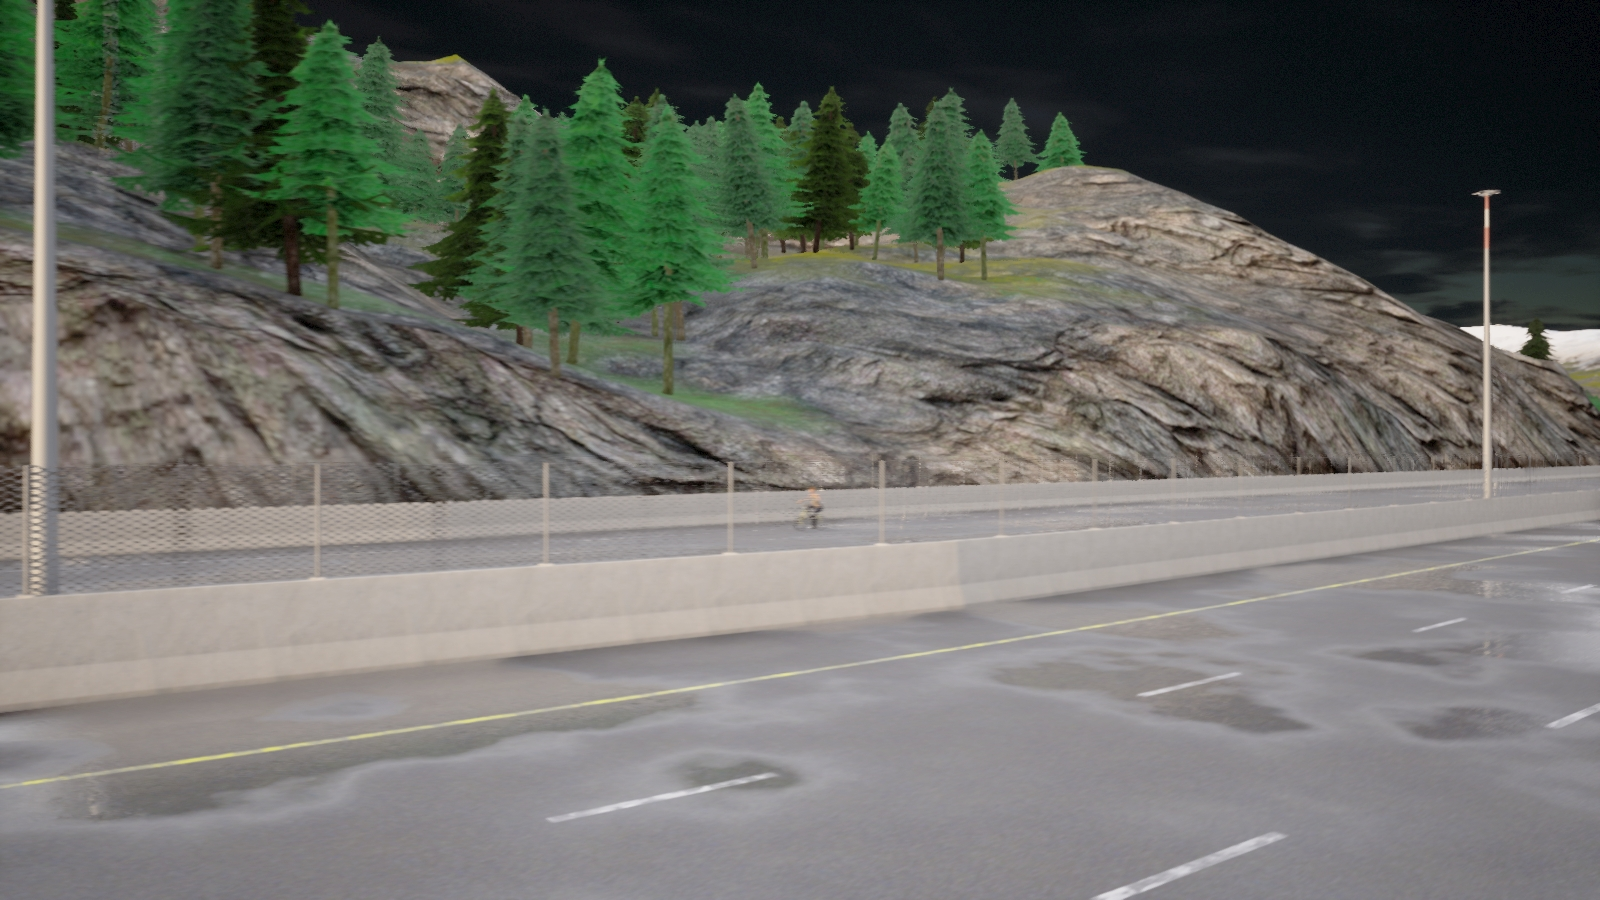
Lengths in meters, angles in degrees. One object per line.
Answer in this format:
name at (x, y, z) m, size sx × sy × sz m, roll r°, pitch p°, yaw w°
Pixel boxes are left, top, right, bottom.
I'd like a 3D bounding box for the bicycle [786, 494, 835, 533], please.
bicycle at (0.370, 2.199, 39.894) m, size 1.487 × 1.295 × 0.859 m, roll 0°, pitch 0°, yaw -41°
